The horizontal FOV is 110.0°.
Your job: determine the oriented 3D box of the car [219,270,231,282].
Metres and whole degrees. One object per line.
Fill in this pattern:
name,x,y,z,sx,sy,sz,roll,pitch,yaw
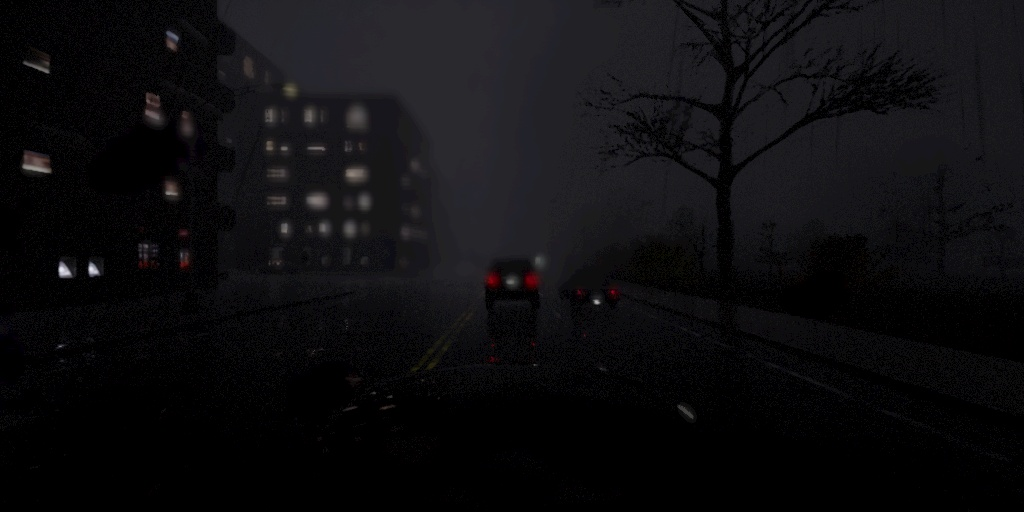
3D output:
car,-23.289,1.269,26.332,4.507,1.381,1.888,0,0,-1

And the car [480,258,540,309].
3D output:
car,0.014,1.101,15.872,2.150,2.045,5.566,0,0,0

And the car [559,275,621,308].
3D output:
car,3.264,1.486,15.953,1.895,1.301,4.718,0,-1,0

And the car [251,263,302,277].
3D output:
car,-22.778,1.286,34.763,4.403,1.370,2.007,0,0,-1
